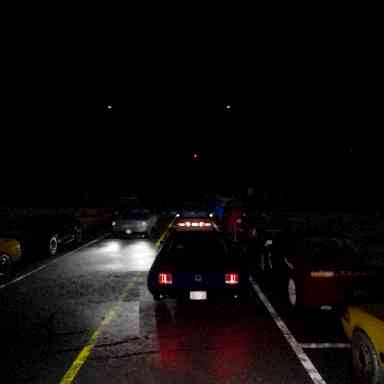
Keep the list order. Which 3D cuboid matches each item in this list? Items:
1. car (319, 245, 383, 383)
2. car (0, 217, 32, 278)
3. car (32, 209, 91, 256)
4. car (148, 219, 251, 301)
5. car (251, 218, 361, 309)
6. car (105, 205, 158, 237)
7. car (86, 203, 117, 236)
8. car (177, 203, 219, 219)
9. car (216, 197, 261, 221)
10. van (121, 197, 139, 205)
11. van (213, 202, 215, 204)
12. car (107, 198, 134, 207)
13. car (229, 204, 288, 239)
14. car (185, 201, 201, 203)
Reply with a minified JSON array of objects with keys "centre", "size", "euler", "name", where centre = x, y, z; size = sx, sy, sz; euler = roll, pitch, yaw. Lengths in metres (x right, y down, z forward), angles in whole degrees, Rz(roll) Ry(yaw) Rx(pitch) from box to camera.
[{"centre":[2.765,1.525,2.436],"size":[1.752,1.417,4.829],"euler":[0,0,0],"name":"car"},{"centre":[-5.750,1.525,7.552],"size":[1.752,1.417,4.829],"euler":[0,0,0],"name":"car"},{"centre":[-5.739,1.567,13.159],"size":[1.947,1.339,4.313],"euler":[0,0,0],"name":"car"},{"centre":[0.117,1.601,8.294],"size":[1.895,1.301,4.718],"euler":[0,0,0],"name":"car"},{"centre":[2.775,1.545,7.704],"size":[1.887,1.381,4.507],"euler":[0,0,0],"name":"car"},{"centre":[-3.037,1.603,18.195],"size":[1.895,1.301,4.718],"euler":[0,0,0],"name":"car"},{"centre":[-5.728,1.527,18.427],"size":[1.752,1.417,4.829],"euler":[0,0,0],"name":"car"},{"centre":[0.133,1.549,17.885],"size":[2.033,1.411,5.357],"euler":[0,0,0],"name":"car"},{"centre":[2.797,1.317,18.579],"size":[2.192,1.841,5.009],"euler":[0,0,0],"name":"car"},{"centre":[-5.706,1.346,29.472],"size":[1.690,1.788,3.998],"euler":[0,0,0],"name":"van"},{"centre":[2.820,1.346,29.454],"size":[1.690,1.788,3.998],"euler":[0,0,0],"name":"van"},{"centre":[-5.717,1.443,24.034],"size":[1.967,1.590,4.097],"euler":[0,0,0],"name":"car"},{"centre":[2.786,1.441,13.141],"size":[1.967,1.590,4.097],"euler":[0,0,0],"name":"car"},{"centre":[0.053,1.482,27.712],"size":[1.882,1.535,5.008],"euler":[0,0,0],"name":"car"}]
